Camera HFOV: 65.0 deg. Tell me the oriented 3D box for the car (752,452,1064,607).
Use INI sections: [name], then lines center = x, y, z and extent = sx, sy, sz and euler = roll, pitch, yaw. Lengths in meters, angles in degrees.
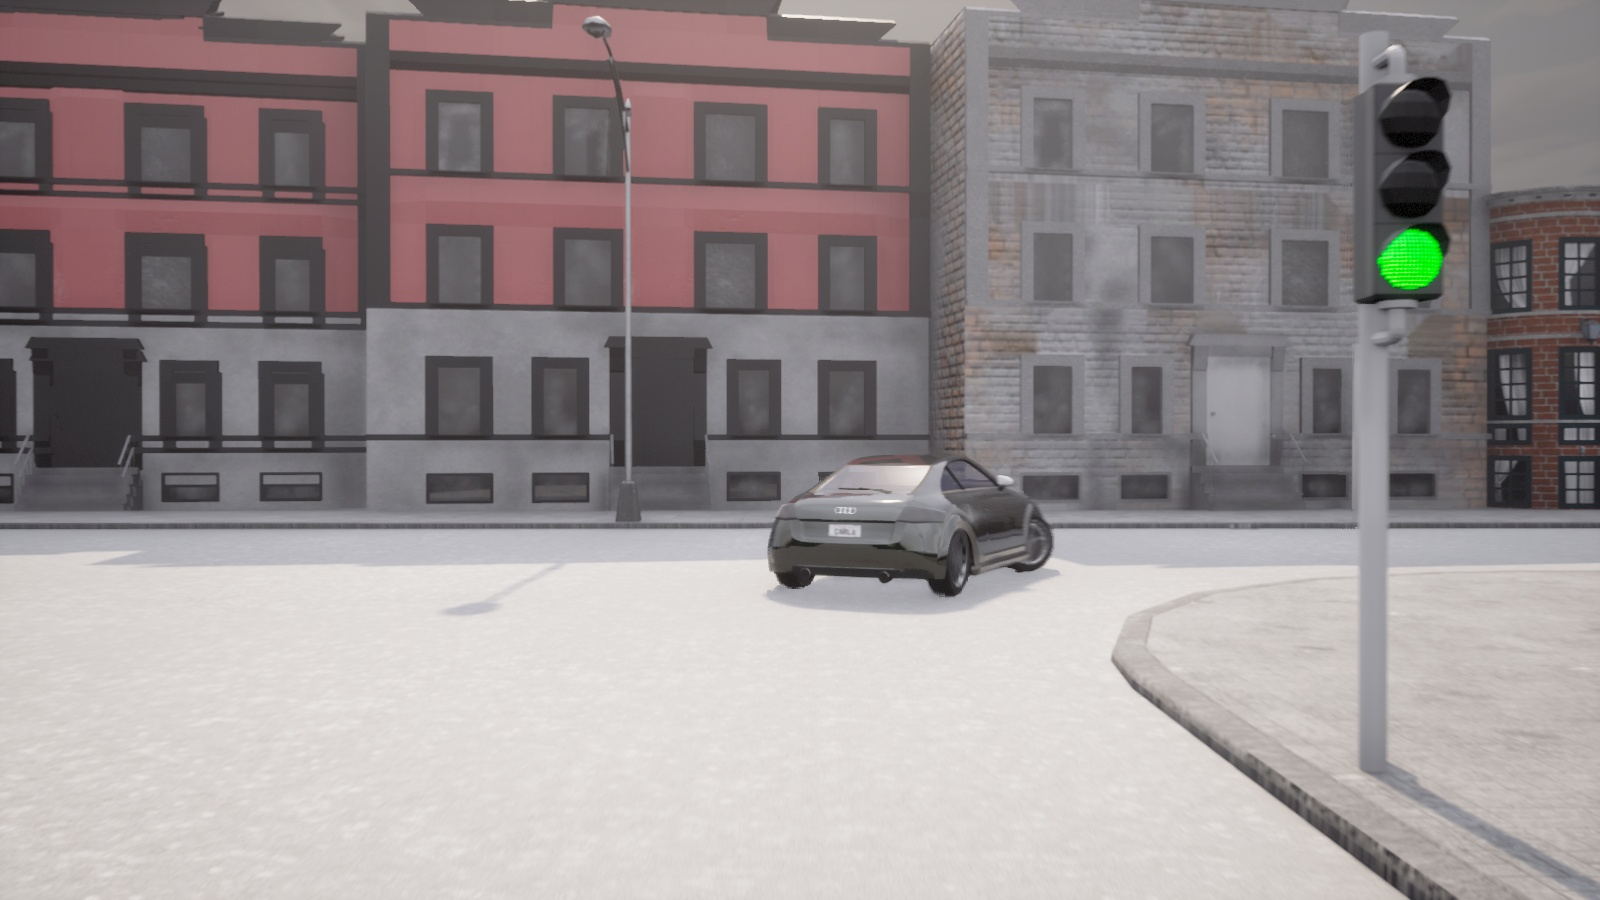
[car]
center = 1.362, 0.733, 13.794
extent = 1.994, 1.385, 4.181
euler = 0, 0, 27
